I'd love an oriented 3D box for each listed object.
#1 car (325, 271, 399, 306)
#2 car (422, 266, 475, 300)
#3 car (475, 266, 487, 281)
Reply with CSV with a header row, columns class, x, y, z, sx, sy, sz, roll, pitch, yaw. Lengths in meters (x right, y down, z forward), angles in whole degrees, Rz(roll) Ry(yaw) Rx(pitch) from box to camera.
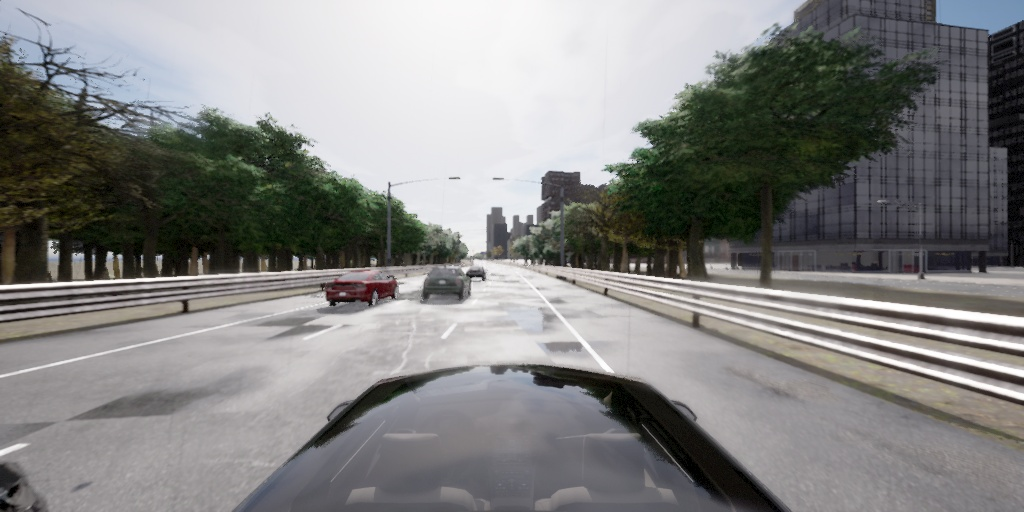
class,x,y,z,sx,sy,sz,roll,pitch,yaw
car,-6.967,1.453,17.197,1.882,1.535,5.008,0,-1,0
car,-3.488,1.367,19.975,2.097,1.767,4.553,0,-1,0
car,-3.715,1.791,38.002,1.837,1.490,4.892,0,-1,-1
